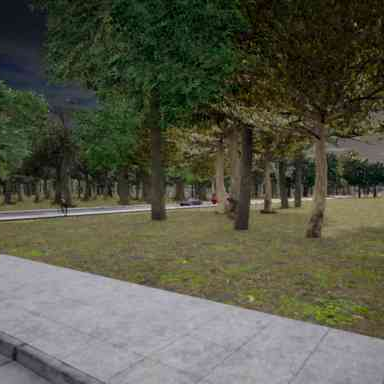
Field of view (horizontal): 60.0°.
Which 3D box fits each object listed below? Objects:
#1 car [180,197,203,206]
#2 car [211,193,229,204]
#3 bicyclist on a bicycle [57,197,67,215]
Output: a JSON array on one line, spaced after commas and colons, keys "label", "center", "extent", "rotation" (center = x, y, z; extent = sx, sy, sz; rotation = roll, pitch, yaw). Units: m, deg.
[{"label": "car", "center": [-0.038, 1.535, 51.913], "extent": [1.994, 1.385, 4.181], "rotation": [0, 0, 36]}, {"label": "car", "center": [5.647, 1.191, 59.925], "extent": [2.150, 2.045, 5.566], "rotation": [0, 0, 36]}, {"label": "bicyclist on a bicycle", "center": [-11.864, 1.292, 30.360], "extent": [1.656, 1.620, 0.582], "rotation": [0, 0, 36]}]
